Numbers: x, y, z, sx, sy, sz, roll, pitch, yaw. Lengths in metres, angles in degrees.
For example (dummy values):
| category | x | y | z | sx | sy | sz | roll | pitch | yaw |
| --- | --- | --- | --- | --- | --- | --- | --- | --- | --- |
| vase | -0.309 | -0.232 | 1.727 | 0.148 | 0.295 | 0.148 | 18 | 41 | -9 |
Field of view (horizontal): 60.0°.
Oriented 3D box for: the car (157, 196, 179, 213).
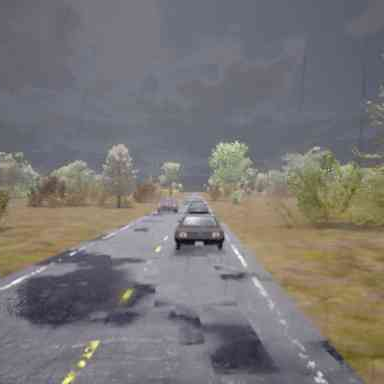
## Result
| category | x | y | z | sx | sy | sz | roll | pitch | yaw |
| --- | --- | --- | --- | --- | --- | --- | --- | --- | --- |
| car | -2.543 | 1.338 | 35.803 | 2.097 | 1.767 | 4.553 | 0 | 0 | 1 |

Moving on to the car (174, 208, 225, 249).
| category | x | y | z | sx | sy | sz | roll | pitch | yaw |
| --- | --- | --- | --- | --- | --- | --- | --- | --- | --- |
| car | 0.309 | 1.602 | 14.401 | 1.895 | 1.301 | 4.718 | 0 | 0 | 1 |

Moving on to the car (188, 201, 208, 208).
| category | x | y | z | sx | sy | sz | roll | pitch | yaw |
| --- | --- | --- | --- | --- | --- | --- | --- | --- | --- |
| car | 0.585 | 1.558 | 31.767 | 1.994 | 1.385 | 4.181 | 0 | 0 | 1 |
